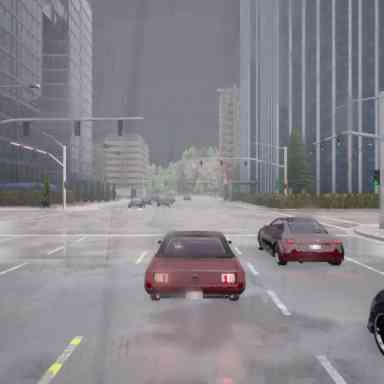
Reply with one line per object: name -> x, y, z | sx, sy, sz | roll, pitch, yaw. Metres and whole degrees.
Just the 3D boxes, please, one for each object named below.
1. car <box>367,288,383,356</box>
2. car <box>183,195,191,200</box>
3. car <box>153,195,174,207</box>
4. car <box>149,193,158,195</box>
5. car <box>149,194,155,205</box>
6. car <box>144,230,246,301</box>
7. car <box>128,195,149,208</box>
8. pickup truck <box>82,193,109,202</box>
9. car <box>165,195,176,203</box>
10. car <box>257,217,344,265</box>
car -> 3.608, 1.564, 3.236 | 1.994, 1.385, 4.181 | 0, 0, -1
car -> -1.295, 1.553, 88.561 | 1.994, 1.385, 4.181 | 0, 0, -1
car -> -4.350, 1.547, 51.564 | 2.033, 1.411, 5.357 | 0, 0, -1
car -> -8.011, 1.221, 68.943 | 2.150, 2.045, 5.566 | 0, 0, -1
car -> -7.911, 1.505, 56.717 | 1.837, 1.490, 4.892 | 0, 0, -1
car -> 0.071, 1.601, 8.289 | 1.895, 1.301, 4.718 | 0, 0, 0
car -> -7.793, 1.526, 47.464 | 1.812, 1.442, 4.674 | 0, 0, 1
pickup truck -> -21.197, 1.059, 73.336 | 2.390, 2.098, 6.274 | 0, 0, 30
car -> -4.553, 1.525, 71.846 | 2.128, 1.511, 4.902 | 0, 0, -1
car -> 3.577, 1.564, 11.647 | 1.994, 1.385, 4.181 | 0, 0, 0
